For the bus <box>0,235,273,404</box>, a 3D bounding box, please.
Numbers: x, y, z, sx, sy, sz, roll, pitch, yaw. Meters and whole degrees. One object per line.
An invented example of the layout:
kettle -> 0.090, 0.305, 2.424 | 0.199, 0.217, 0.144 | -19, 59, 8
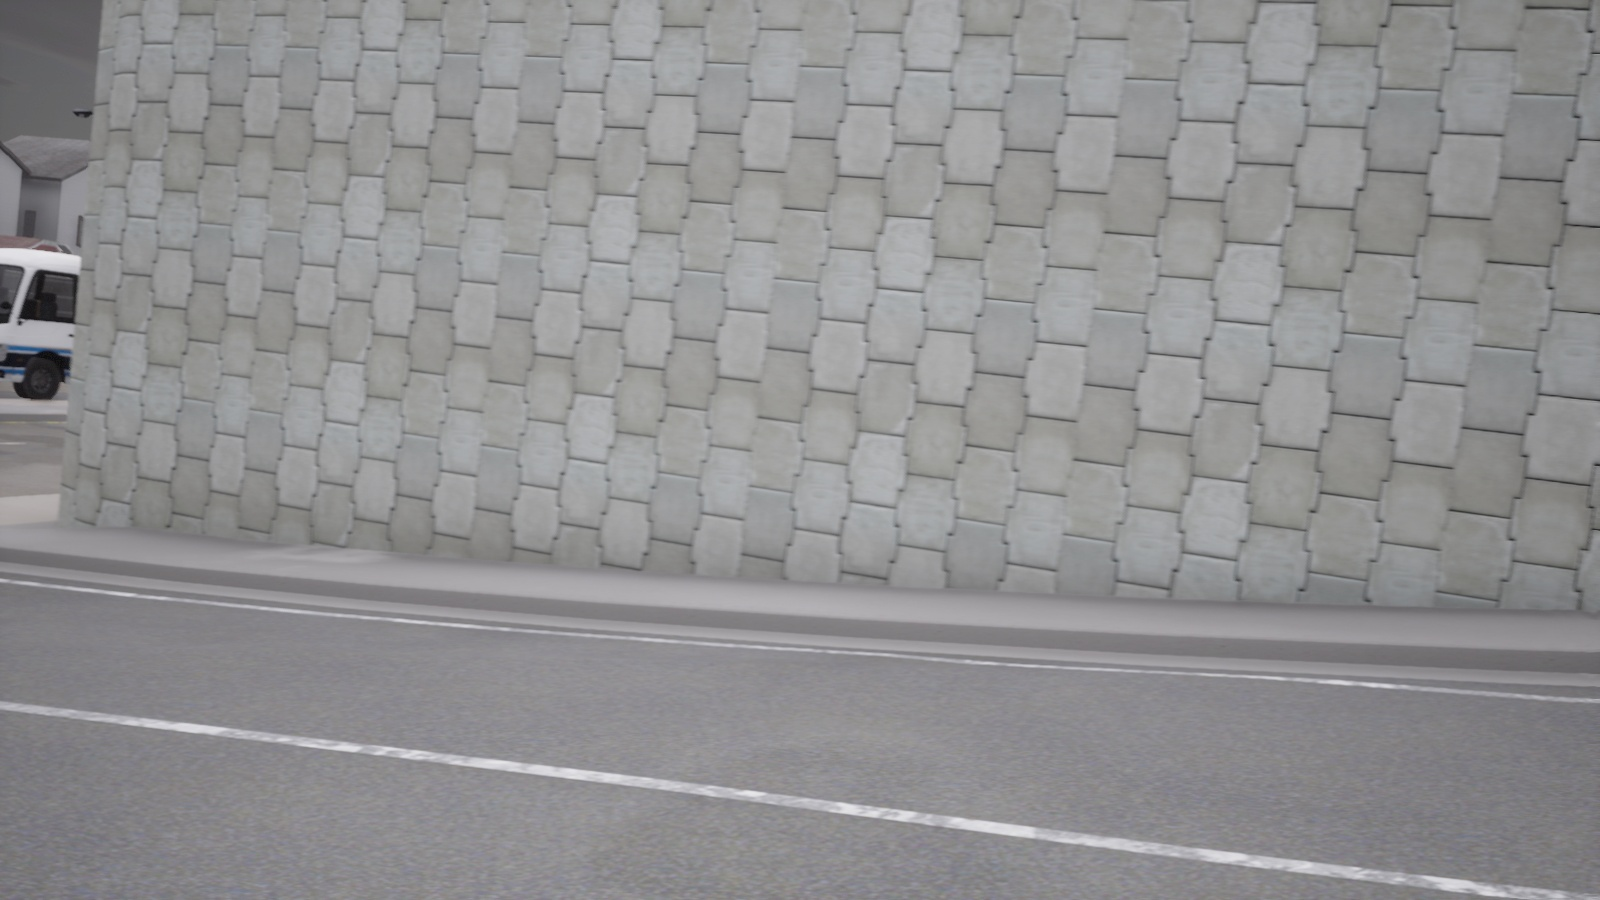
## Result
bus -> -21.550, -3.878, 38.312 | 3.944, 4.253, 10.273 | 8, 3, 18
